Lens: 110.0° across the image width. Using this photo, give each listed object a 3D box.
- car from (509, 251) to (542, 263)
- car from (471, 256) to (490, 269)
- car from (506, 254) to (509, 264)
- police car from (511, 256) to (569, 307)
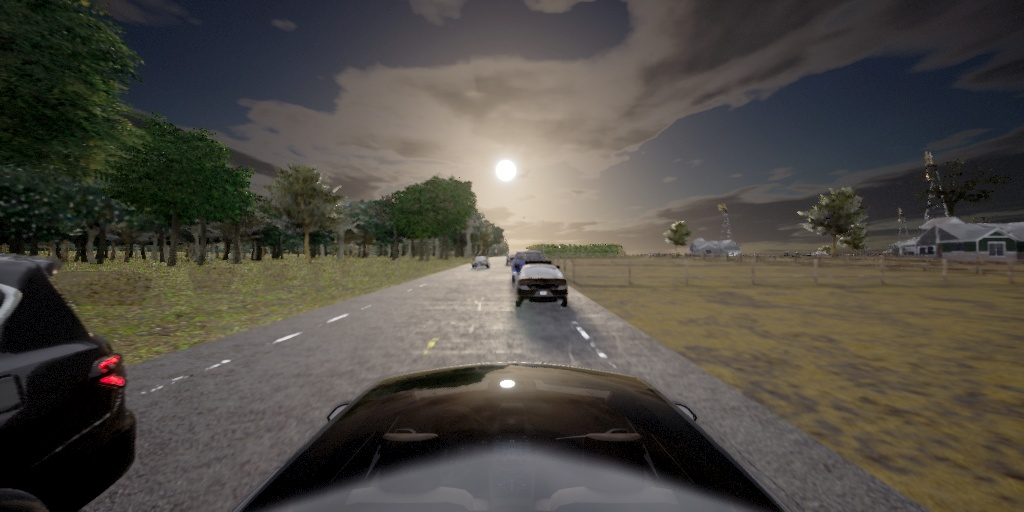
[{"bbox_3d":[1.060,0.647,24.507,2.150,2.045,5.566,0,1,0],"label":"car"},{"bbox_3d":[-3.560,0.696,41.611,1.812,1.442,4.674,0,1,0],"label":"car"},{"bbox_3d":[0.052,0.476,53.936,2.128,1.511,4.902,0,1,1],"label":"car"},{"bbox_3d":[1.055,0.993,14.579,1.930,1.638,5.238,0,1,0],"label":"police car"}]
